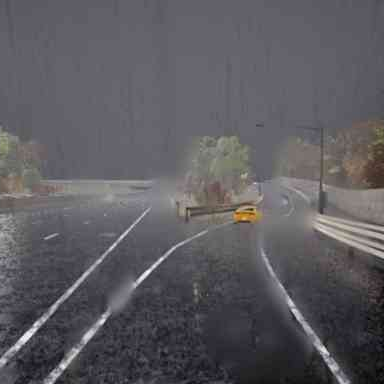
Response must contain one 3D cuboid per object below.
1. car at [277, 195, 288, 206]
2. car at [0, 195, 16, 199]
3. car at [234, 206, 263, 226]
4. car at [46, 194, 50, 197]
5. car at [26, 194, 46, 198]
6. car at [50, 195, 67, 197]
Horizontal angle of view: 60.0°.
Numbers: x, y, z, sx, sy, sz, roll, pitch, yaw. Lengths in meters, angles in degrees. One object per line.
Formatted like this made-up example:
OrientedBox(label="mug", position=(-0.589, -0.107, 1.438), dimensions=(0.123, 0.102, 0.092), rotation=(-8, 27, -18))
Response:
OrientedBox(label="car", position=(17.456, 1.941, 63.884), dimensions=(1.812, 1.442, 4.674), rotation=(1, 2, 16))
OrientedBox(label="car", position=(-29.092, 1.290, 51.743), dimensions=(2.128, 1.511, 4.902), rotation=(0, 0, -4))
OrientedBox(label="car", position=(4.901, 1.959, 28.360), dimensions=(1.882, 1.535, 5.008), rotation=(0, -1, 19))
OrientedBox(label="car", position=(-30.313, 1.126, 67.662), dimensions=(2.097, 1.767, 4.553), rotation=(0, 0, -5))
OrientedBox(label="car", position=(-25.702, 1.348, 53.444), dimensions=(1.812, 1.442, 4.674), rotation=(0, 0, -4))
OrientedBox(label="car", position=(-26.896, 1.281, 68.834), dimensions=(2.128, 1.511, 4.902), rotation=(0, 0, -5))
